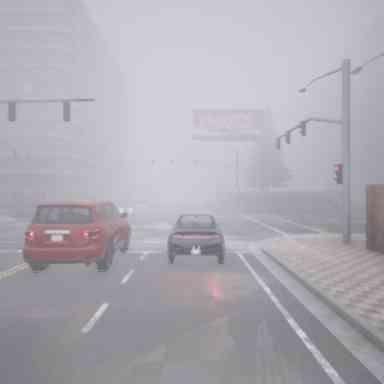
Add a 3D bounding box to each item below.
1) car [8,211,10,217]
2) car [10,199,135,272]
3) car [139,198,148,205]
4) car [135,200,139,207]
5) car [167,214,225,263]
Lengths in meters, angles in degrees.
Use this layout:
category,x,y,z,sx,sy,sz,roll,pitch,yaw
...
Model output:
category,x,y,z,sx,sy,sz,roll,pitch,yaw
car,-14.064,1.717,29.322,4.181,1.385,1.994,0,-1,20
car,-3.496,1.280,11.142,2.150,2.045,5.566,0,0,-1
car,-10.454,1.960,70.406,1.895,1.301,4.718,0,0,0
car,-10.523,1.886,55.034,1.895,1.301,4.718,0,0,0
car,0.168,1.556,12.213,2.128,1.511,4.902,0,0,1
